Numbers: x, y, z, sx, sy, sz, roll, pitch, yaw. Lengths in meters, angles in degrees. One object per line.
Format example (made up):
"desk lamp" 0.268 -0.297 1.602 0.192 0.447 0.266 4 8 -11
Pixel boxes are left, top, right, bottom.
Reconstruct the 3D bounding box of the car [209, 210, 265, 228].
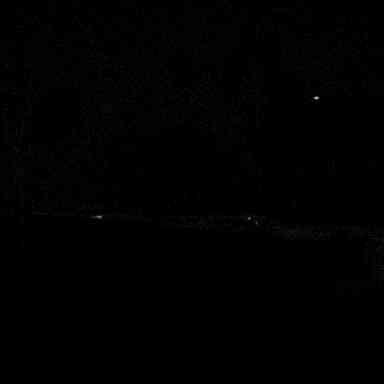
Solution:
"car" 3.512 2.073 26.342 1.895 1.301 4.718 0 -1 -35

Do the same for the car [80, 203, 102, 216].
"car" -16.669 2.849 54.642 2.150 2.045 5.566 0 -2 -36
